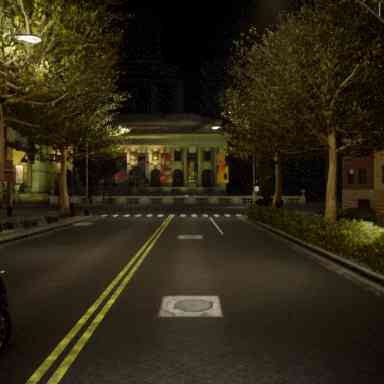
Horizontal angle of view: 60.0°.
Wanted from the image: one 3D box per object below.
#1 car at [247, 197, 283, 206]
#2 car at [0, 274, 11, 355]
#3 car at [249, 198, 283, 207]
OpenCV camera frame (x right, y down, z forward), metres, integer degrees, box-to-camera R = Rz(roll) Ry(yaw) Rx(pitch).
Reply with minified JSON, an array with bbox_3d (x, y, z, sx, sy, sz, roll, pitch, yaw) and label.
[{"bbox_3d":[10.180,1.505,46.588,4.892,1.490,1.837,0,0,0],"label":"car"},{"bbox_3d":[-3.606,1.352,2.790,2.097,1.767,4.553,0,0,0],"label":"car"},{"bbox_3d":[11.131,1.601,50.096,4.718,1.301,1.895,0,0,0],"label":"car"}]
